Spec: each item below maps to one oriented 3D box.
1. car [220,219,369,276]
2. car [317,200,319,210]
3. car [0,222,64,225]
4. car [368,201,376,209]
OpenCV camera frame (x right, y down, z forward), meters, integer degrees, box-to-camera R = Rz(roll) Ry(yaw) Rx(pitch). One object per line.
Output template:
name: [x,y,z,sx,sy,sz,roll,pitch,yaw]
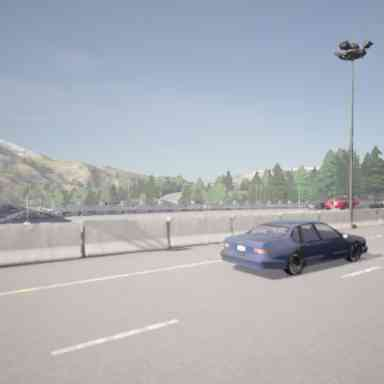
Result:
car: [3.373,1.573,10.451,5.357,1.411,2.033,0,0,-36]
car: [18.241,1.795,47.078,4.674,1.442,1.812,1,-1,-35]
car: [-7.839,1.571,15.596,4.181,1.385,1.994,0,0,-36]
car: [22.301,1.817,41.385,5.357,1.411,2.033,1,-1,-35]
